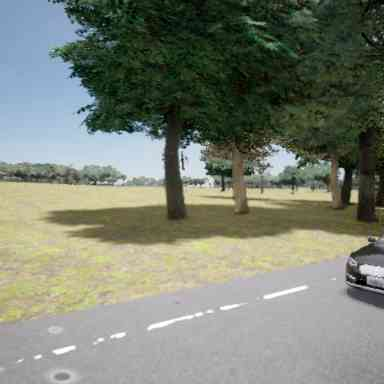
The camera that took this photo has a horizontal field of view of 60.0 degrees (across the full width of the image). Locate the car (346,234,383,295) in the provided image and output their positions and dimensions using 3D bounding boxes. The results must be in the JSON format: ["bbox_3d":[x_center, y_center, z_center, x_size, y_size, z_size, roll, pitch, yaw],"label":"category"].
[{"bbox_3d":[5.648,1.532,8.025,4.902,1.511,2.128,0,0,-35],"label":"car"}]
